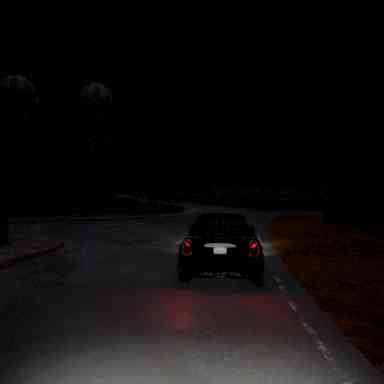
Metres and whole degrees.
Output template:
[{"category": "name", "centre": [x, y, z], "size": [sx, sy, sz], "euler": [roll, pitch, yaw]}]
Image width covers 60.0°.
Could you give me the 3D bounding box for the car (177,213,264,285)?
[{"category": "car", "centre": [0.890, 1.398, 9.864], "size": [2.097, 1.767, 4.553], "euler": [0, 0, 6]}]

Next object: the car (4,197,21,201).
[{"category": "car", "centre": [-29.965, 1.663, 55.607], "size": [2.242, 1.667, 4.611], "euler": [0, 0, -18]}]
